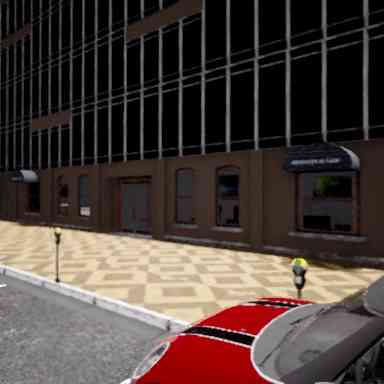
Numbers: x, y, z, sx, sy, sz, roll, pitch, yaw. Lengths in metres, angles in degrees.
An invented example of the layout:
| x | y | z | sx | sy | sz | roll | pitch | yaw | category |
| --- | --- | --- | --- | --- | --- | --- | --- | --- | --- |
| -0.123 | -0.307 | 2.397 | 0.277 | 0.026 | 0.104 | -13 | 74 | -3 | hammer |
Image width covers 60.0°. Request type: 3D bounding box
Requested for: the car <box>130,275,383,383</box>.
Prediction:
| x | y | z | sx | sy | sz | roll | pitch | yaw | category |
| --- | --- | --- | --- | --- | --- | --- | --- | --- | --- |
| 1.627 | 1.376 | 2.165 | 4.553 | 1.767 | 2.097 | 0 | 0 | 38 | car |
